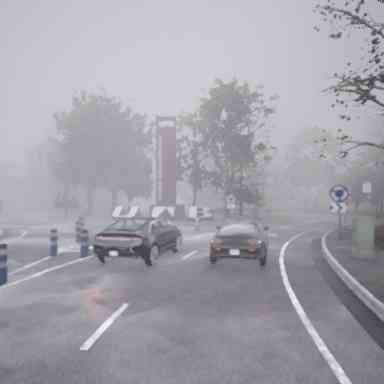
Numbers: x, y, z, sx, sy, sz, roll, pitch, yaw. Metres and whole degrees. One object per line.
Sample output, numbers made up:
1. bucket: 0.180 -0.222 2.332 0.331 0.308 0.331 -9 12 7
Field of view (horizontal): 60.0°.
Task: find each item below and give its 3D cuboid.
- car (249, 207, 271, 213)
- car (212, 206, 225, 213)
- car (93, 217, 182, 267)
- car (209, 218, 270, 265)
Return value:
1. car: 13.015 3.382 63.890 4.181 1.385 1.994 -2 -3 45
2. car: 5.414 3.461 65.338 4.718 1.301 1.895 -1 -2 24
3. car: -1.736 1.663 12.168 2.128 1.511 4.902 0 -1 14
4. car: 1.827 1.693 12.217 1.812 1.442 4.674 -1 -2 14
